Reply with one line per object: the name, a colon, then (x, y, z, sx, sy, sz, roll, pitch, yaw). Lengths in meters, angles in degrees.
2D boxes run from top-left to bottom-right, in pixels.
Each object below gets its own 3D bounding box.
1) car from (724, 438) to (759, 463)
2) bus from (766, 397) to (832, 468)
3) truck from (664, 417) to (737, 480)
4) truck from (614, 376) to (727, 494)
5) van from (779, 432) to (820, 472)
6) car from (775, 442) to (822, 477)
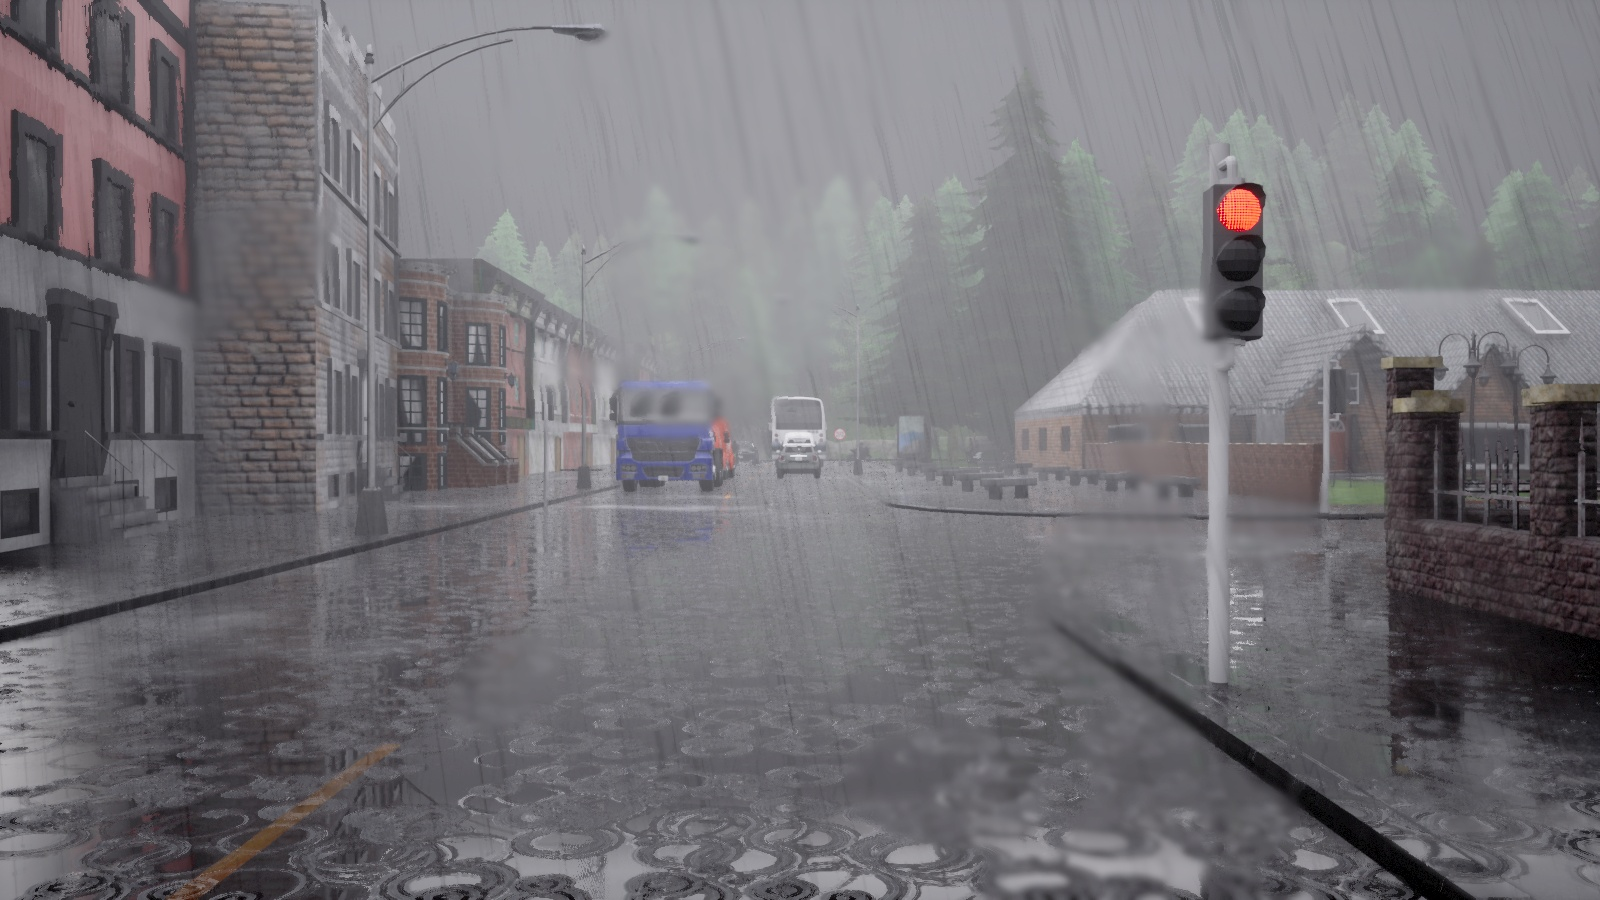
car: (-4.068, 0.022, 88.543, 2.152, 1.651, 5.027, 0, 0, 1)
bus: (-0.024, -1.085, 80.671, 3.944, 4.253, 10.273, 0, 0, 0)
truck: (-4.061, -0.022, 52.063, 2.627, 2.467, 5.204, 0, -1, 0)
truck: (-4.047, -0.470, 41.022, 2.891, 3.462, 7.936, 0, 0, 0)
van: (-0.044, 0.099, 65.630, 2.069, 2.038, 4.480, 0, 0, 0)
car: (-0.053, 0.403, 54.639, 1.970, 1.475, 3.806, 0, 0, 0)
